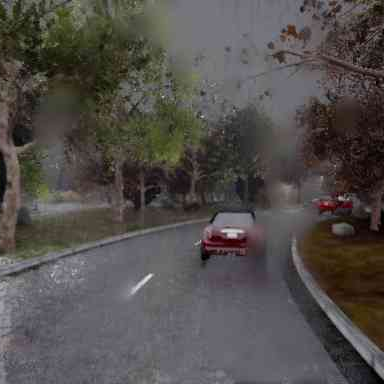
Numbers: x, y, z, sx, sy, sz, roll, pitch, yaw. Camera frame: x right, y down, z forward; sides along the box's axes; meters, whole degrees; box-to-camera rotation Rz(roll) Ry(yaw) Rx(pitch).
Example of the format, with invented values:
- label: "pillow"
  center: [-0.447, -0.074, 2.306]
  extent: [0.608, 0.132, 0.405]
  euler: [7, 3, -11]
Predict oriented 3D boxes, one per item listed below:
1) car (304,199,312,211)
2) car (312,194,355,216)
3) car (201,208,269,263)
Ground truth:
- label: "car"
  center: [15.181, 1.404, 39.825]
  extent: [2.097, 1.767, 4.553]
  euler: [-1, -1, 41]
- label: "car"
  center: [14.517, 1.231, 33.486]
  extent: [2.150, 2.045, 5.566]
  euler: [-1, -1, 42]
- label: "car"
  center: [1.740, 1.351, 12.319]
  extent: [2.097, 1.767, 4.553]
  euler: [0, 0, 14]
